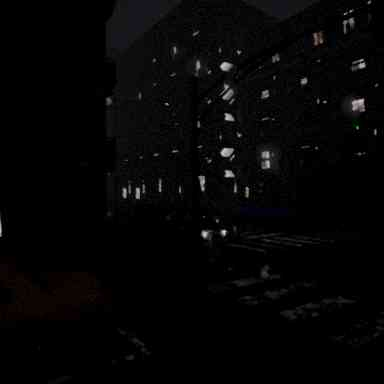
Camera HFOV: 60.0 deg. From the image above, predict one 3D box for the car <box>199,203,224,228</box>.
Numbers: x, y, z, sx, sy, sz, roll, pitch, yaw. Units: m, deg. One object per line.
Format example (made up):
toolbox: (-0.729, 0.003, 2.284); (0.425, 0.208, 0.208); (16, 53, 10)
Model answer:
car: (0.097, 1.474, 22.002); (2.128, 1.511, 4.902); (0, 1, -36)

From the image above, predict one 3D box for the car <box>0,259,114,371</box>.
car: (-3.449, 1.525, 4.108); (4.829, 1.417, 1.752); (0, 0, -35)

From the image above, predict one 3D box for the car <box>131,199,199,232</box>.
car: (-1.724, 1.443, 20.105); (1.967, 1.590, 4.097); (0, 0, -36)

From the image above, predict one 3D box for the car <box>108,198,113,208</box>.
car: (-11.529, 1.468, 47.932); (1.887, 1.381, 4.507); (0, 0, -36)

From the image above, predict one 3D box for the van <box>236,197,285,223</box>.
van: (5.074, 1.285, 25.005); (1.690, 1.788, 3.998); (0, 0, -36)

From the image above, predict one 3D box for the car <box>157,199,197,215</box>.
car: (-1.667, 1.454, 34.314); (1.752, 1.417, 4.829); (0, 0, -36)

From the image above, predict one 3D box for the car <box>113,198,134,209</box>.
car: (-8.208, 1.468, 43.346); (1.887, 1.381, 4.507); (0, 0, -36)
